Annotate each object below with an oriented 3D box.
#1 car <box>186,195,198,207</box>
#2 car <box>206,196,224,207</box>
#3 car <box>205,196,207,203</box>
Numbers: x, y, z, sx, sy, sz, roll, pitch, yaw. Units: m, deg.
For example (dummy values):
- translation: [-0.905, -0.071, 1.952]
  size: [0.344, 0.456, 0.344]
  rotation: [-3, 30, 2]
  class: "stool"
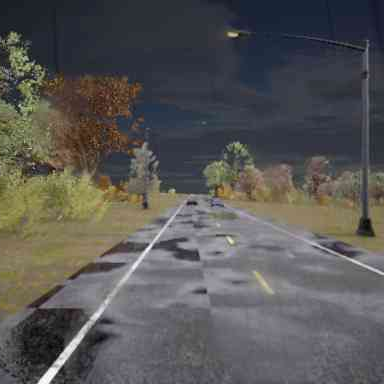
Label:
- translation: [0.050, 1.596, 51.765]
  size: [1.895, 1.301, 4.718]
  rotation: [0, 0, 1]
  class: "car"
- translation: [3.708, 1.548, 50.175]
  size: [2.033, 1.411, 5.357]
  rotation: [0, 0, 0]
  class: "car"
- translation: [3.651, 1.538, 69.924]
  size: [2.033, 1.411, 5.357]
  rotation: [0, 0, 0]
  class: "car"
